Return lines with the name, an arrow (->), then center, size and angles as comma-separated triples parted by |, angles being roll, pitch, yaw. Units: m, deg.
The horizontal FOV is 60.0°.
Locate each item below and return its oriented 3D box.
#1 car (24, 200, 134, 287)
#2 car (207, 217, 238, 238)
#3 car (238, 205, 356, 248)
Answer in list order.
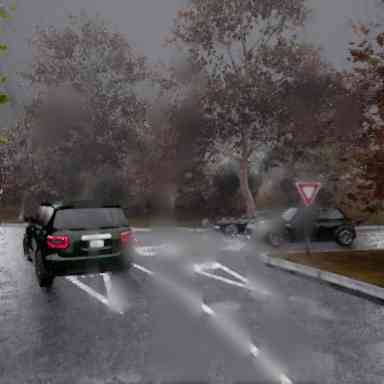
car -> -3.500, 1.234, 9.733 | 2.150, 2.045, 5.566 | 0, 0, -31
car -> 3.232, 1.614, 17.276 | 4.718, 1.301, 1.895 | 0, 0, -11
car -> 4.656, 1.367, 14.596 | 4.553, 1.767, 2.097 | 0, 0, -9
